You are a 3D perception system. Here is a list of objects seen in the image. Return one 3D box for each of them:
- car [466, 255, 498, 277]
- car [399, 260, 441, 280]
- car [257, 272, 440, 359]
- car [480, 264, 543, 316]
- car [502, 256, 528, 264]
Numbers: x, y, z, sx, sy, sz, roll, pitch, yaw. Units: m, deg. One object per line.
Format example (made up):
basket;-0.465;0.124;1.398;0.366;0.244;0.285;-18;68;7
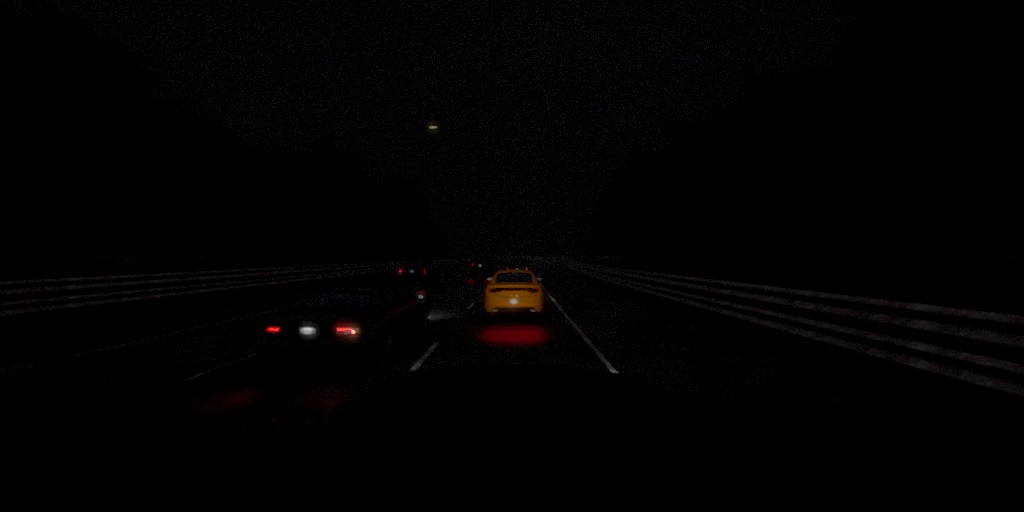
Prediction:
car;-2.784;0.949;35.005;2.150;2.045;5.566;0;1;2
car;-6.577;1.088;25.959;2.097;1.767;4.553;0;0;2
car;-3.369;1.294;8.470;2.033;1.411;5.357;0;0;1
car;0.093;1.226;13.315;1.882;1.535;5.008;0;0;1
car;0.488;1.087;31.204;2.097;1.767;4.553;0;0;2
